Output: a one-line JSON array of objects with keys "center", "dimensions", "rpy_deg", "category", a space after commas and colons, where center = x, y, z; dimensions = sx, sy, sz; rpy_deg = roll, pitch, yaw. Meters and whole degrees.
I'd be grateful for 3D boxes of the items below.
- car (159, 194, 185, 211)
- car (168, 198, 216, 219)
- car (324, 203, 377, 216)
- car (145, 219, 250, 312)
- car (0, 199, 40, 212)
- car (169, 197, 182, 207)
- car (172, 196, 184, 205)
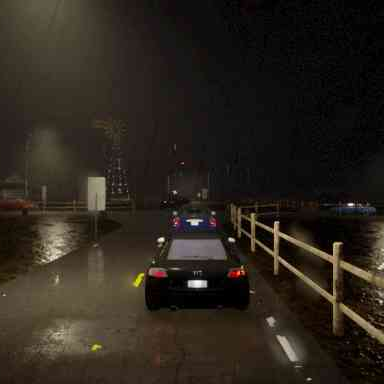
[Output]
[{"center": [-1.977, 1.326, 41.876], "dimensions": [2.150, 2.045, 5.566], "rpy_deg": [1, 0, 27], "category": "car"}, {"center": [0.115, 1.380, 16.447], "dimensions": [2.097, 1.767, 4.553], "rpy_deg": [0, 0, 0], "category": "car"}, {"center": [17.892, 1.950, 37.724], "dimensions": [5.357, 1.411, 2.033], "rpy_deg": [1, -2, 0], "category": "car"}, {"center": [0.106, 1.573, 7.804], "dimensions": [1.994, 1.385, 4.181], "rpy_deg": [0, 0, 0], "category": "car"}, {"center": [-17.886, 1.379, 34.131], "dimensions": [4.181, 1.385, 1.994], "rpy_deg": [1, -2, 0], "category": "car"}, {"center": [-2.757, 1.677, 57.167], "dimensions": [1.882, 1.535, 5.008], "rpy_deg": [0, 0, 0], "category": "car"}, {"center": [-2.702, 1.613, 66.416], "dimensions": [2.097, 1.767, 4.553], "rpy_deg": [0, 0, 1], "category": "car"}]
